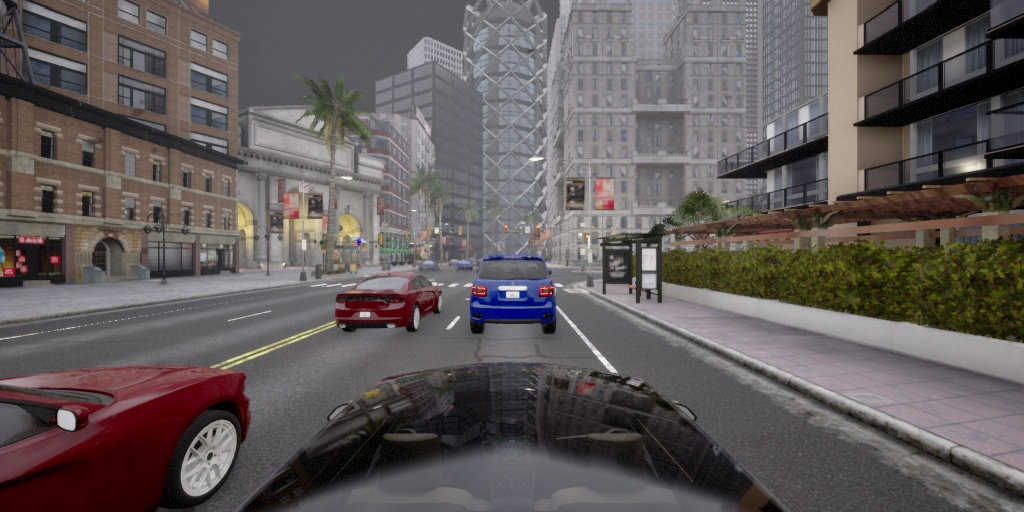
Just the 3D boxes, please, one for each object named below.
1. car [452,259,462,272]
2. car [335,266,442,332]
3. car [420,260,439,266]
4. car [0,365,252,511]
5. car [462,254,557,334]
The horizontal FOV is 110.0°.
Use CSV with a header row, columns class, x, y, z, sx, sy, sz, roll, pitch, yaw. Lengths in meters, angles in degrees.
class,x,y,z,sx,sy,sz,roll,pitch,yaw
car,-6.214,1.228,45.913,1.882,1.535,5.008,-1,0,-13
car,-3.441,1.228,10.914,1.882,1.535,5.008,0,0,0
car,-10.577,1.276,46.042,1.812,1.442,4.674,0,0,0
car,-3.390,1.228,1.334,1.882,1.535,5.008,0,0,0
car,0.054,0.971,10.804,2.150,2.045,5.566,0,0,1
